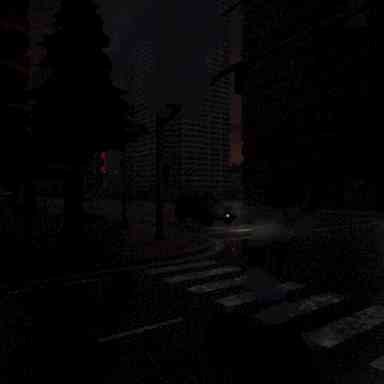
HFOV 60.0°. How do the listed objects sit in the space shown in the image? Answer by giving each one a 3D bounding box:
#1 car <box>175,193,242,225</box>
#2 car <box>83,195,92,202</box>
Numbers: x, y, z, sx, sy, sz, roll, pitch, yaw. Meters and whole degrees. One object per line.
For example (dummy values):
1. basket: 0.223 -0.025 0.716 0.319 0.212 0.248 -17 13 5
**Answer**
1. car: 0.849 1.276 25.075 2.150 2.045 5.566 0 0 -35
2. car: -25.681 1.433 80.600 2.128 1.511 4.902 0 0 -35
